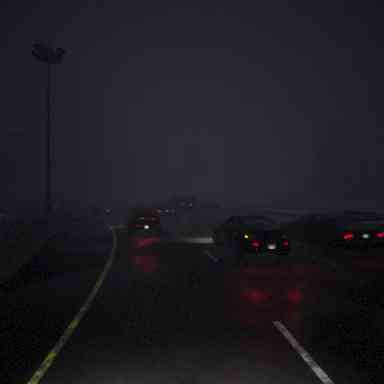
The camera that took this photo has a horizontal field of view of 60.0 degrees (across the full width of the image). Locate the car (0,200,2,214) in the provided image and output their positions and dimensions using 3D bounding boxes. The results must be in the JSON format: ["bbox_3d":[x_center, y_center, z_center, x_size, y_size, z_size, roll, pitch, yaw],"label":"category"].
[{"bbox_3d":[-23.600,1.481,38.691,2.150,2.045,5.566,0,0,-36],"label":"car"}]

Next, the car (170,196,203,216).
[{"bbox_3d":[-1.249,1.402,35.261,2.150,2.045,5.566,0,0,-25],"label":"car"}]

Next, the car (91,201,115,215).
[{"bbox_3d":[-9.816,1.737,36.621,1.812,1.442,4.674,0,0,-28],"label":"car"}]

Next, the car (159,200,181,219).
[{"bbox_3d":[-3.175,1.712,31.104,2.033,1.411,5.357,0,0,-23],"label":"car"}]

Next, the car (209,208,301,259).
[{"bbox_3d":[2.155,1.585,12.899,1.812,1.442,4.674,0,0,-10],"label":"car"}]

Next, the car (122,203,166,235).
[{"bbox_3d":[-3.035,1.613,19.919,1.837,1.490,4.892,0,-1,-15],"label":"car"}]

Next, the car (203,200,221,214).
[{"bbox_3d":[1.382,1.663,37.689,1.882,1.535,5.008,0,0,-26],"label":"car"}]

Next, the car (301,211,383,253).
[{"bbox_3d":[5.568,1.603,14.029,2.033,1.411,5.357,0,0,-11],"label":"car"}]
